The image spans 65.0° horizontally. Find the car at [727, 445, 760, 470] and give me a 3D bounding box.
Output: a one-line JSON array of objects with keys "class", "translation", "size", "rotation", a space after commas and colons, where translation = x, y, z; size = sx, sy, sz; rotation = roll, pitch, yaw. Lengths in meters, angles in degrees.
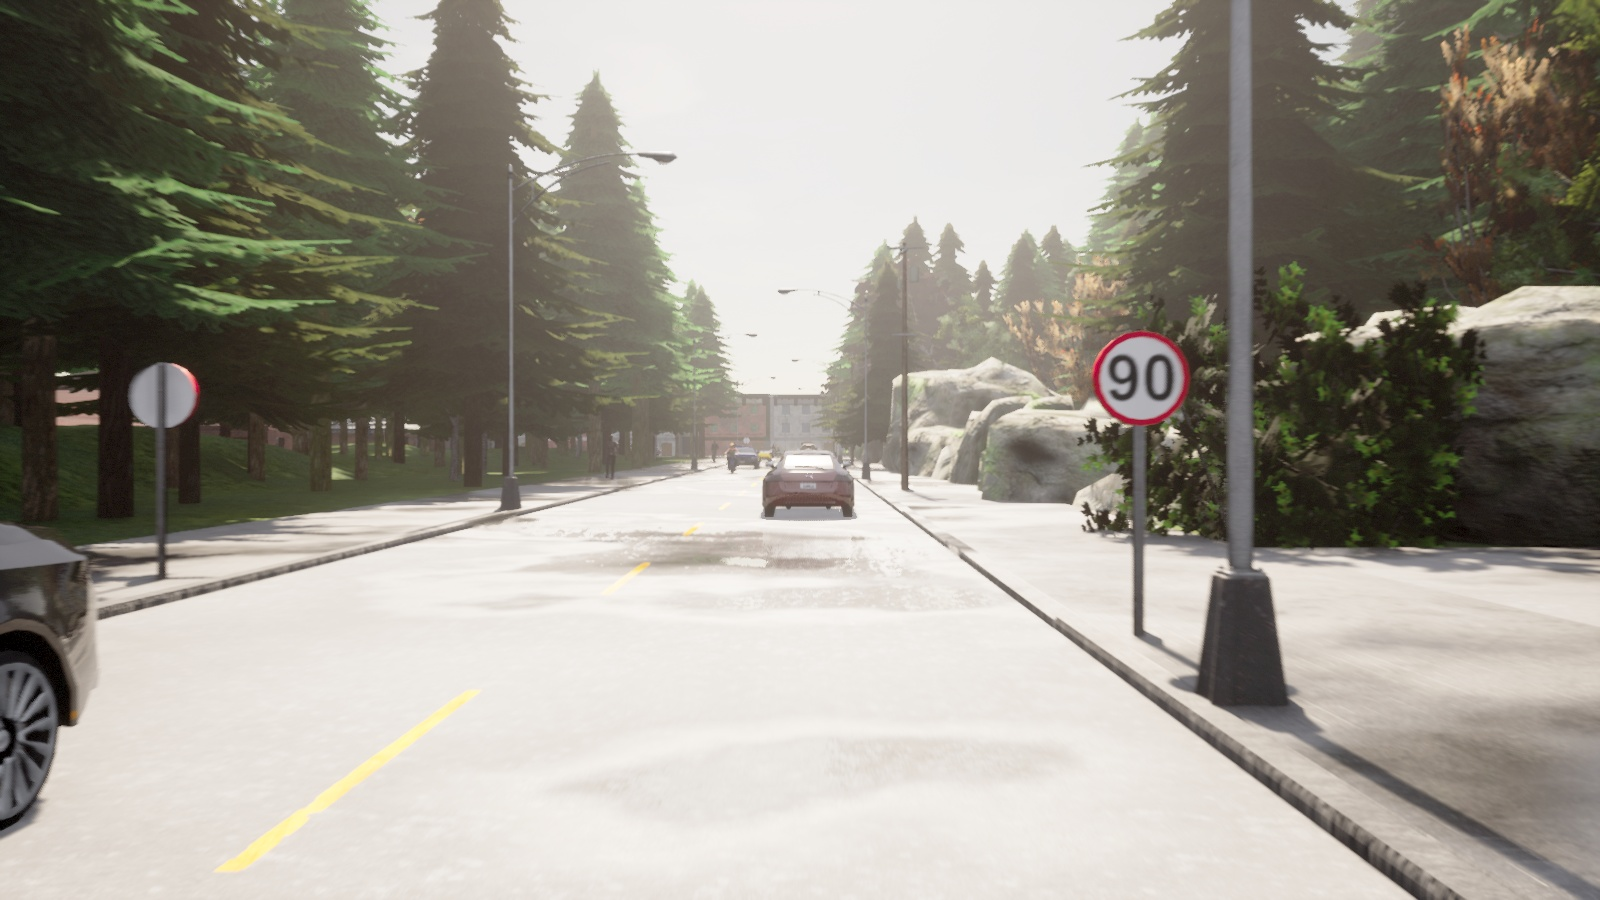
[{"class": "car", "translation": [-3.462, 0.437, 77.282], "size": [1.812, 1.442, 4.674], "rotation": [0, 0, 0]}]

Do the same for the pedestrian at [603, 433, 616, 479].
[{"class": "pedestrian", "translation": [-7.558, 0.236, 49.839], "size": [0.328, 1.805, 0.869], "rotation": [0, 0, 6]}]

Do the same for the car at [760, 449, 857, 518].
[{"class": "car", "translation": [0.187, 0.691, 27.959], "size": [1.994, 1.385, 4.181], "rotation": [0, 0, 0]}]

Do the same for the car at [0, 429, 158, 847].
[{"class": "car", "translation": [-3.966, 0.686, 3.201], "size": [2.128, 1.511, 4.902], "rotation": [0, 0, 0]}]
